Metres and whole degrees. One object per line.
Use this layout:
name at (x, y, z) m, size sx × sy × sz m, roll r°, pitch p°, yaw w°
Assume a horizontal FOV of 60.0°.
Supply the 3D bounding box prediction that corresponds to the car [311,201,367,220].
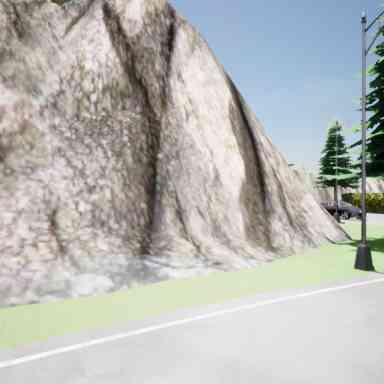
car at (12.368, 1.491, 28.302) m, size 2.128 × 1.511 × 4.902 m, roll 0°, pitch 0°, yaw -26°
